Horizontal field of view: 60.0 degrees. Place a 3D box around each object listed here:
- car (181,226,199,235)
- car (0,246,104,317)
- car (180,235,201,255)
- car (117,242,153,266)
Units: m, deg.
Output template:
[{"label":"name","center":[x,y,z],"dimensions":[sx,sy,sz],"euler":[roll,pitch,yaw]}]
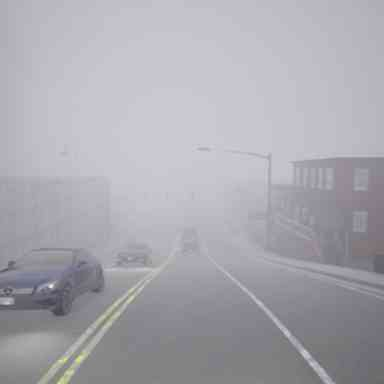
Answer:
[{"label":"car","center":[-0.246,5.599,44.720],"dimensions":[2.150,2.045,5.566],"euler":[0,1,0]},{"label":"car","center":[-3.650,2.185,8.876],"dimensions":[1.812,1.442,4.674],"euler":[0,-7,0]},{"label":"car","center":[-0.148,5.554,34.348],"dimensions":[1.837,1.490,4.892],"euler":[0,-4,0]},{"label":"car","center":[-3.738,4.146,22.429],"dimensions":[1.837,1.490,4.892],"euler":[0,-9,0]}]
